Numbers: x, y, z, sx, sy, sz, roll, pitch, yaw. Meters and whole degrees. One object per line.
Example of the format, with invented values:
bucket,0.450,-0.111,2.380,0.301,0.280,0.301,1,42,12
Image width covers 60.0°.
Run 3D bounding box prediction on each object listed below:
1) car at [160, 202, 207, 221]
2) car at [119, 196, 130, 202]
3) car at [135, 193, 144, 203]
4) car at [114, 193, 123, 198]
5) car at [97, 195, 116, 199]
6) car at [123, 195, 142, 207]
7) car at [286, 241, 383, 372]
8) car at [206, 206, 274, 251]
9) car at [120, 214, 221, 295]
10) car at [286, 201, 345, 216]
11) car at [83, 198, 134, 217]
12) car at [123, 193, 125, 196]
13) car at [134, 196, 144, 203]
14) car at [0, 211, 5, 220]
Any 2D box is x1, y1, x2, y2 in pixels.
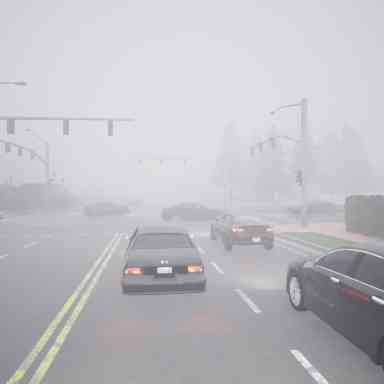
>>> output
car,0.217,1.477,24.270,5.008,1.535,1.882,0,0,-5
car,-15.083,1.540,74.535,2.033,1.411,5.357,0,0,-6
car,-9.990,1.478,59.450,1.882,1.535,5.008,0,0,-6
car,-12.939,1.352,54.044,2.097,1.767,4.553,0,0,-6
car,-12.033,1.491,44.885,2.128,1.511,4.902,0,0,-4
car,-9.016,1.526,50.276,1.812,1.442,4.674,0,0,-6
car,2.983,1.505,4.942,1.837,1.490,4.892,0,0,-5
car,2.010,1.526,14.137,1.812,1.442,4.674,0,0,-7
car,-0.834,1.547,8.876,2.033,1.411,5.357,0,0,-7
car,12.072,1.547,32.487,5.357,1.411,2.033,0,0,-5
car,-7.956,1.564,31.000,4.181,1.385,1.994,0,0,-43
car,-13.961,1.223,63.876,2.150,2.045,5.566,0,0,-6
car,-11.024,1.524,69.598,1.812,1.442,4.674,0,0,-6
car,-15.661,1.601,22.944,4.718,1.301,1.895,0,0,-5
